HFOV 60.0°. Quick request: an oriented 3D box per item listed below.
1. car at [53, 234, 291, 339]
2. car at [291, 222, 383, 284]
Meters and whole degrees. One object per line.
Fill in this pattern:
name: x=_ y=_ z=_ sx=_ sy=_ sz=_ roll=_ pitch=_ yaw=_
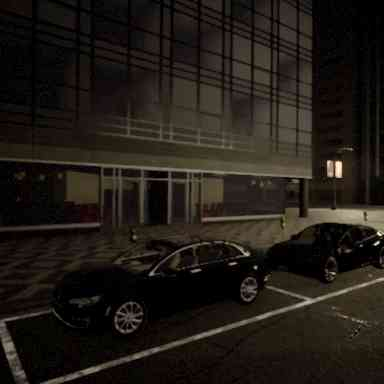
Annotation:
car: x=-0.352 y=1.554 z=6.506 sx=4.403 sy=1.369 sz=2.008 roll=0 pitch=1 yaw=-36
car: x=4.091 y=1.578 z=9.678 sx=4.313 sy=1.339 sz=1.947 roll=0 pitch=0 yaw=-36
